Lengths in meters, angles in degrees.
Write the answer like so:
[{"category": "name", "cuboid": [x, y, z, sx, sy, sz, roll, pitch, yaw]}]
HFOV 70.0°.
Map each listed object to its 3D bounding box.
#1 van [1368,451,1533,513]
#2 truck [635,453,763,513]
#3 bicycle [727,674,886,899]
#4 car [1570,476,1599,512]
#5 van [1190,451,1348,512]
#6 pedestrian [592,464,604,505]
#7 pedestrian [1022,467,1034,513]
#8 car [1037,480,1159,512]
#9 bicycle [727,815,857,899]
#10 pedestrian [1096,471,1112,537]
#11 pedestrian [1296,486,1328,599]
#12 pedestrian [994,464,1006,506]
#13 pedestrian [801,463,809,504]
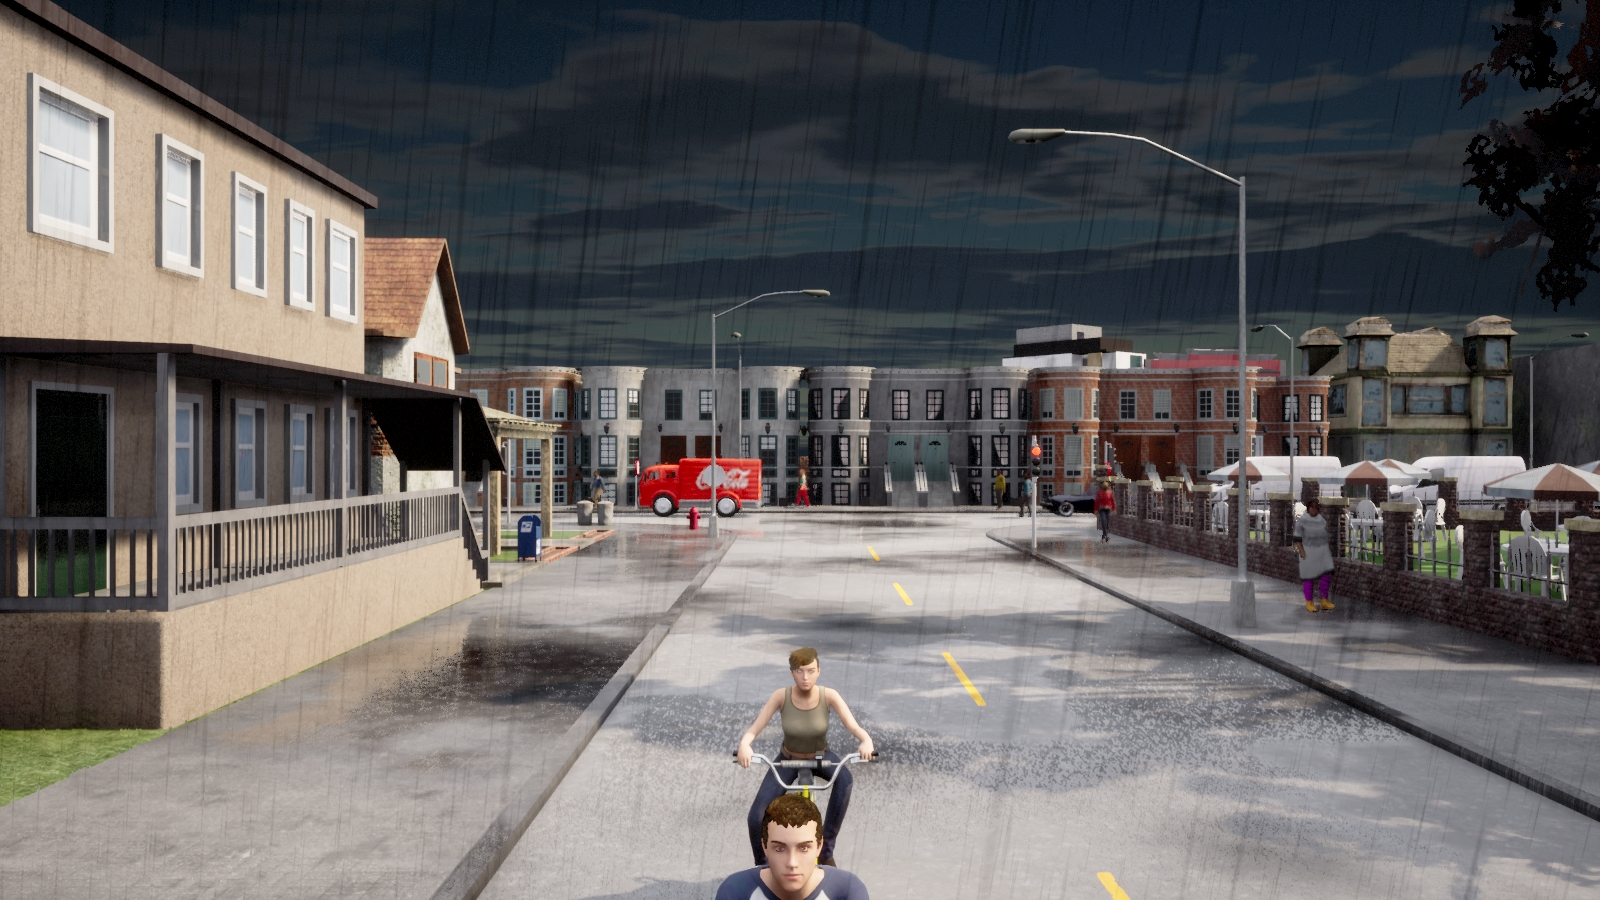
[{"category": "van", "cuboid": [27.749, 1.334, 48.890, 5.915, 2.561, 1.988, 0, 0, 0]}, {"category": "truck", "cuboid": [-4.257, 1.374, 48.833, 5.204, 2.467, 2.627, 0, 0, 1]}, {"category": "bicycle", "cuboid": [0.033, 2.040, 6.906, 0.859, 1.080, 1.487, 0, 0, 0]}, {"category": "car", "cuboid": [36.165, 1.861, 48.883, 4.892, 1.480, 2.231, 0, 0, 0]}, {"category": "van", "cuboid": [19.989, 1.335, 48.880, 5.915, 2.561, 1.988, 0, 0, 0]}, {"category": "pedestrian", "cuboid": [-9.160, 1.547, 51.789, 0.375, 1.860, 0.375, 0, 0, -40]}, {"category": "pedestrian", "cuboid": [9.335, 1.648, 46.833, 0.375, 1.860, 0.375, 0, 0, 32]}, {"category": "car", "cuboid": [12.712, 1.955, 48.868, 4.718, 1.301, 1.895, 0, 0, 0]}, {"category": "bicycle", "cuboid": [-0.022, 1.938, 3.212, 0.373, 1.296, 1.643, 0, 0, 0]}, {"category": "pedestrian", "cuboid": [8.672, 1.530, 32.644, 0.375, 1.860, 0.375, 0, 0, 3]}, {"category": "pedestrian", "cuboid": [8.544, 1.531, 19.057, 0.375, 1.860, 0.375, 0, 0, 2]}, {"category": "pedestrian", "cuboid": [8.947, 1.545, 51.100, 0.375, 1.860, 0.375, 0, 0, -16]}, {"category": "pedestrian", "cuboid": [0.221, 1.547, 52.889, 0.375, 1.860, 0.375, 0, 0, 2]}]
